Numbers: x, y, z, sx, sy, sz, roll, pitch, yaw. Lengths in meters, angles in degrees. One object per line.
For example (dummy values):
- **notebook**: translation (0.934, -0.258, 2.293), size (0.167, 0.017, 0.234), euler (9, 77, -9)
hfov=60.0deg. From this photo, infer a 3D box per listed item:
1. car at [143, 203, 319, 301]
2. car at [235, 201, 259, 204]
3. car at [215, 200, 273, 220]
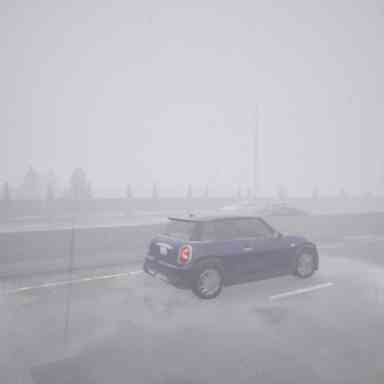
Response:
- **car**: translation (1.150, 1.323, 8.492), size (4.553, 1.767, 2.097), euler (0, 0, -33)
- **car**: translation (4.685, 1.441, 19.316), size (4.902, 1.511, 2.128), euler (0, 0, -32)
- **car**: translation (4.342, 1.451, 27.364), size (4.674, 1.442, 1.812), euler (0, 0, -32)
